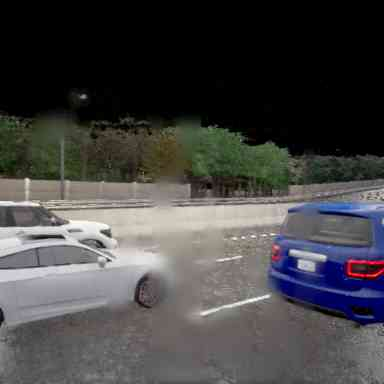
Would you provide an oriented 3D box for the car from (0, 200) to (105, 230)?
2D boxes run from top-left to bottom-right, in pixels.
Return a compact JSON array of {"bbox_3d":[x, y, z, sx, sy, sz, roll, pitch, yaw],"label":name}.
[{"bbox_3d":[-4.840,1.220,8.889,5.566,2.045,2.150,0,0,-35],"label":"car"}]

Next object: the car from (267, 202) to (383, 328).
[{"bbox_3d":[3.948,1.223,6.677,5.566,2.045,2.150,0,0,-35],"label":"car"}]

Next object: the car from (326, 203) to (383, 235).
[{"bbox_3d":[10.211,1.482,19.570,5.008,1.535,1.882,0,0,-35],"label":"car"}]

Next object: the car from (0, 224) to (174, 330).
[{"bbox_3d":[-2.549,1.525,6.222,4.674,1.442,1.812,0,0,-35],"label":"car"}]

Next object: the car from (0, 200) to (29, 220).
[{"bbox_3d":[-16.130,1.475,26.872,5.008,1.535,1.882,0,0,-35],"label":"car"}]
